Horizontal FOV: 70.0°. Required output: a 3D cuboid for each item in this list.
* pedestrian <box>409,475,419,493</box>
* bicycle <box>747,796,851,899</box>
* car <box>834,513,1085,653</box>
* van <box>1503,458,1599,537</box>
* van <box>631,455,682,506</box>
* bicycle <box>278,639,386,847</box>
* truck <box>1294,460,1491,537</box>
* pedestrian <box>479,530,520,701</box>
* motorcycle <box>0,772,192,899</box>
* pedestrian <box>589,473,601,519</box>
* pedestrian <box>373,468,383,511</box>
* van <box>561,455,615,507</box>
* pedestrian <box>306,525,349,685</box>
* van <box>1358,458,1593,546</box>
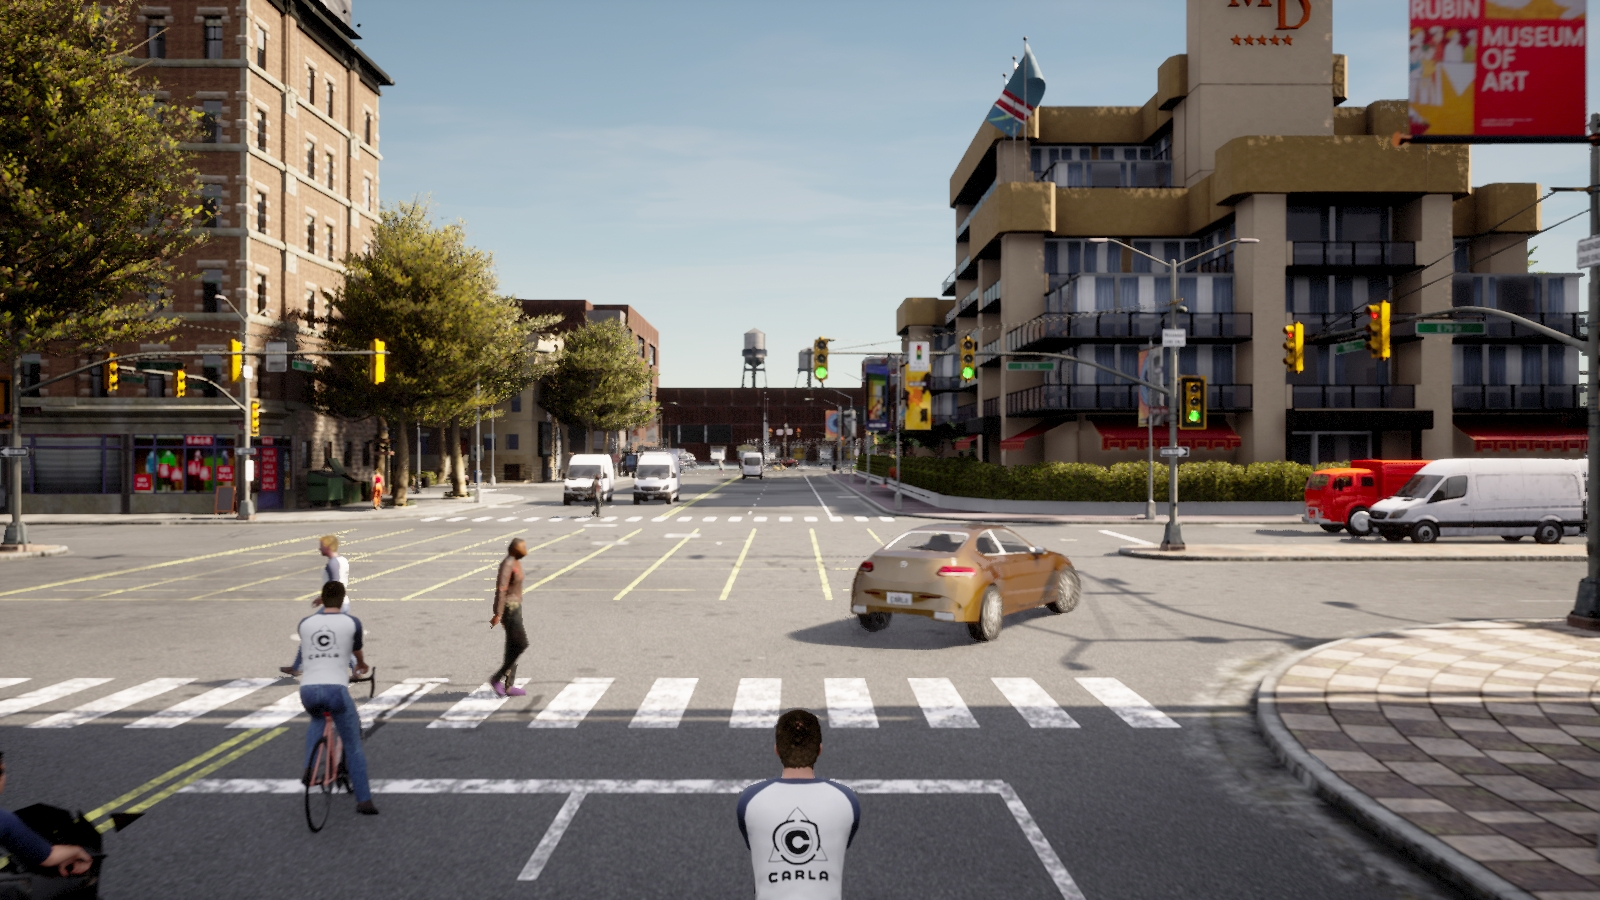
[{"bbox_3d":[-23.466,2.080,69.527,0.500,1.100,0.500,0,0,-29],"label":"pedestrian"},{"bbox_3d":[-0.007,2.206,4.501,0.373,1.196,1.643,0,0,-1],"label":"bicycle"},{"bbox_3d":[2.765,1.993,18.557,2.152,1.651,5.027,0,0,32],"label":"car"},{"bbox_3d":[26.958,1.536,37.993,5.915,2.561,1.988,0,0,0],"label":"van"},{"bbox_3d":[-7.559,1.538,60.646,1.988,2.561,5.915,0,0,-1],"label":"van"},{"bbox_3d":[-3.603,2.207,8.898,0.373,1.196,1.643,0,0,-8],"label":"bicycle"},{"bbox_3d":[19.597,1.570,37.995,5.204,2.467,2.627,0,0,-1],"label":"truck"},{"bbox_3d":[-3.379,1.850,12.868,0.375,1.860,0.375,0,0,-4],"label":"pedestrian"},{"bbox_3d":[-3.491,2.213,4.801,0.803,1.145,2.033,0,0,-1],"label":"motorcycle"},{"bbox_3d":[-8.367,1.852,46.552,0.375,1.860,0.375,0,0,11],"label":"pedestrian"},{"bbox_3d":[-18.259,1.699,49.419,0.375,1.860,0.375,0,0,-22],"label":"pedestrian"},{"bbox_3d":[-11.025,1.538,59.822,1.988,2.561,5.915,0,0,-2],"label":"van"},{"bbox_3d":[-5.669,1.849,13.716,0.375,1.860,0.375,0,0,-1],"label":"pedestrian"},{"bbox_3d":[20.296,1.536,34.492,5.915,2.561,1.988,0,0,0],"label":"van"}]
